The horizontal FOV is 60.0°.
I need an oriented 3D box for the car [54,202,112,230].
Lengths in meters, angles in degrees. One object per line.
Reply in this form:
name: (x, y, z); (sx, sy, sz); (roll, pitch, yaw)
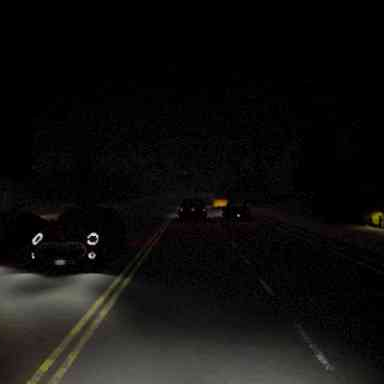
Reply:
car: (-7.032, 1.482, 22.104); (2.033, 1.411, 5.357); (0, 0, 1)

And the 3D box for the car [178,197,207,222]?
car: (0.073, 1.276, 25.653); (2.097, 1.767, 4.553); (0, 0, 0)

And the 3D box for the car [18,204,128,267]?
car: (-3.589, 1.318, 11.302); (2.097, 1.767, 4.553); (0, 0, 0)

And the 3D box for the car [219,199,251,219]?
car: (3.581, 1.518, 27.770); (1.895, 1.301, 4.718); (0, 0, 0)

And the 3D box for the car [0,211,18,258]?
car: (-7.002, 1.488, 12.667); (1.812, 1.442, 4.674); (0, 0, 0)

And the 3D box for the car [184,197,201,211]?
car: (0.062, 1.388, 39.482); (1.837, 1.490, 4.892); (0, 0, 0)

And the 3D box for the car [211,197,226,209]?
car: (3.574, 1.350, 42.993); (1.882, 1.535, 5.008); (0, 0, 0)
